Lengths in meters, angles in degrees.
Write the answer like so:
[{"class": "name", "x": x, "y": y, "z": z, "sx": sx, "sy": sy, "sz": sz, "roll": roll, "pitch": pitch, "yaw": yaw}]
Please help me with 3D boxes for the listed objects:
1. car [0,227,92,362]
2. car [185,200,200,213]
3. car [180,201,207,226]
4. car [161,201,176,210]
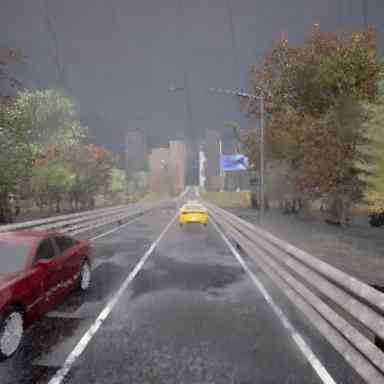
[{"class": "car", "x": -3.347, "y": 1.488, "z": 6.106, "sx": 1.882, "sy": 1.535, "sz": 5.008, "roll": 0, "pitch": 0, "yaw": 0}, {"class": "car", "x": 0.093, "y": 1.845, "z": 42.820, "sx": 1.812, "sy": 1.442, "sz": 4.674, "roll": 0, "pitch": -1, "yaw": 0}, {"class": "car", "x": 0.105, "y": 1.609, "z": 24.504, "sx": 1.882, "sy": 1.535, "sz": 5.008, "roll": 0, "pitch": -1, "yaw": 0}, {"class": "car", "x": -3.321, "y": 1.938, "z": 48.141, "sx": 1.994, "sy": 1.385, "sz": 4.181, "roll": 0, "pitch": -1, "yaw": 0}]
